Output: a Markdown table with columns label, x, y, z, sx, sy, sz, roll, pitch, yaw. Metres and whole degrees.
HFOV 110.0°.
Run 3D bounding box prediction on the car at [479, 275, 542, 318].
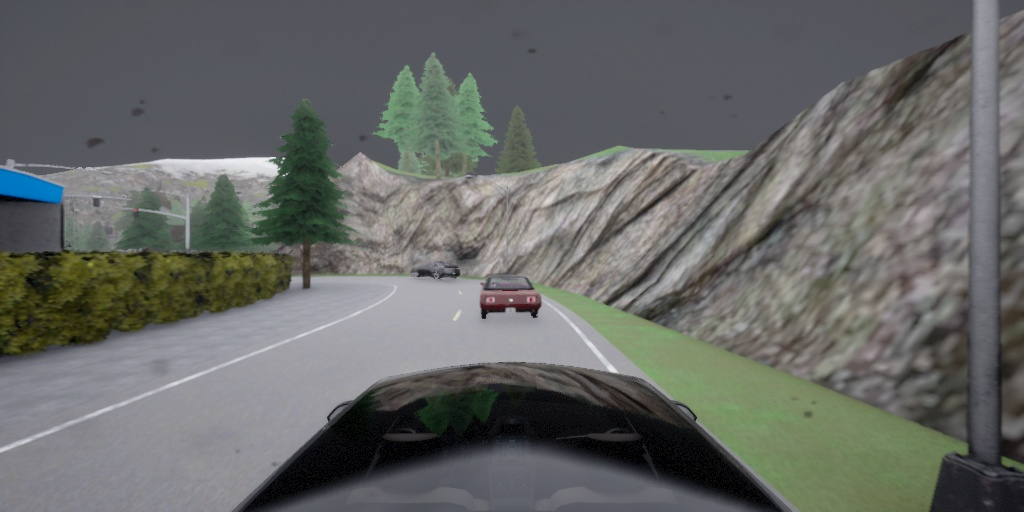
| label | x | y | z | sx | sy | sz | roll | pitch | yaw |
| --- | --- | --- | --- | --- | --- | --- | --- | --- | --- |
| car | -0.199 | 1.329 | 12.879 | 1.895 | 1.301 | 4.718 | 0 | 0 | -4 |

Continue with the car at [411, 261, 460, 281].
| label | x | y | z | sx | sy | sz | roll | pitch | yaw |
| --- | --- | --- | --- | --- | --- | --- | --- | --- | --- |
| car | -6.415 | 1.186 | 29.761 | 4.902 | 1.511 | 2.128 | 0 | 0 | 40 |
